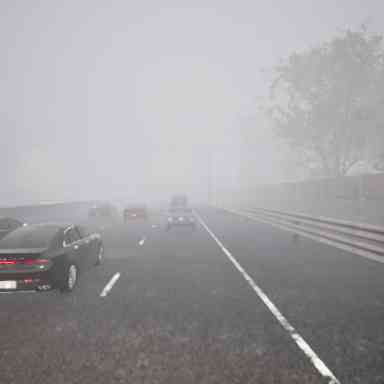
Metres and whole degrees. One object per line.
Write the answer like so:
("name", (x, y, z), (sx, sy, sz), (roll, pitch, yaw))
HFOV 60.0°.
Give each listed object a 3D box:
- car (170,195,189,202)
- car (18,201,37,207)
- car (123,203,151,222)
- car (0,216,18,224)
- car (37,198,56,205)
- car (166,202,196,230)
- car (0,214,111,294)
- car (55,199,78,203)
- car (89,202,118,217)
("car", (-1.590, 1.374, 42.118), (2.150, 2.045, 5.566), (-1, 0, -2))
("car", (-26.713, 2.126, 54.360), (1.994, 1.385, 4.181), (-1, 0, -2))
("car", (-4.487, 1.625, 27.726), (1.882, 1.535, 5.008), (-1, 0, -2))
("car", (-7.348, 1.621, 12.244), (1.882, 1.535, 5.008), (-1, 0, -2))
("car", (-23.241, 1.863, 55.158), (2.097, 1.767, 4.553), (-1, 0, -2))
("car", (-0.738, 1.622, 21.645), (2.033, 1.411, 5.357), (-1, 0, -2))
("car", (-3.711, 1.585, 8.970), (1.837, 1.490, 4.892), (-1, 0, -2))
("car", (-19.690, 1.949, 53.730), (2.128, 1.511, 4.902), (-1, 0, -2))
("car", (-8.109, 1.701, 30.610), (2.128, 1.511, 4.902), (-1, 0, -2))
